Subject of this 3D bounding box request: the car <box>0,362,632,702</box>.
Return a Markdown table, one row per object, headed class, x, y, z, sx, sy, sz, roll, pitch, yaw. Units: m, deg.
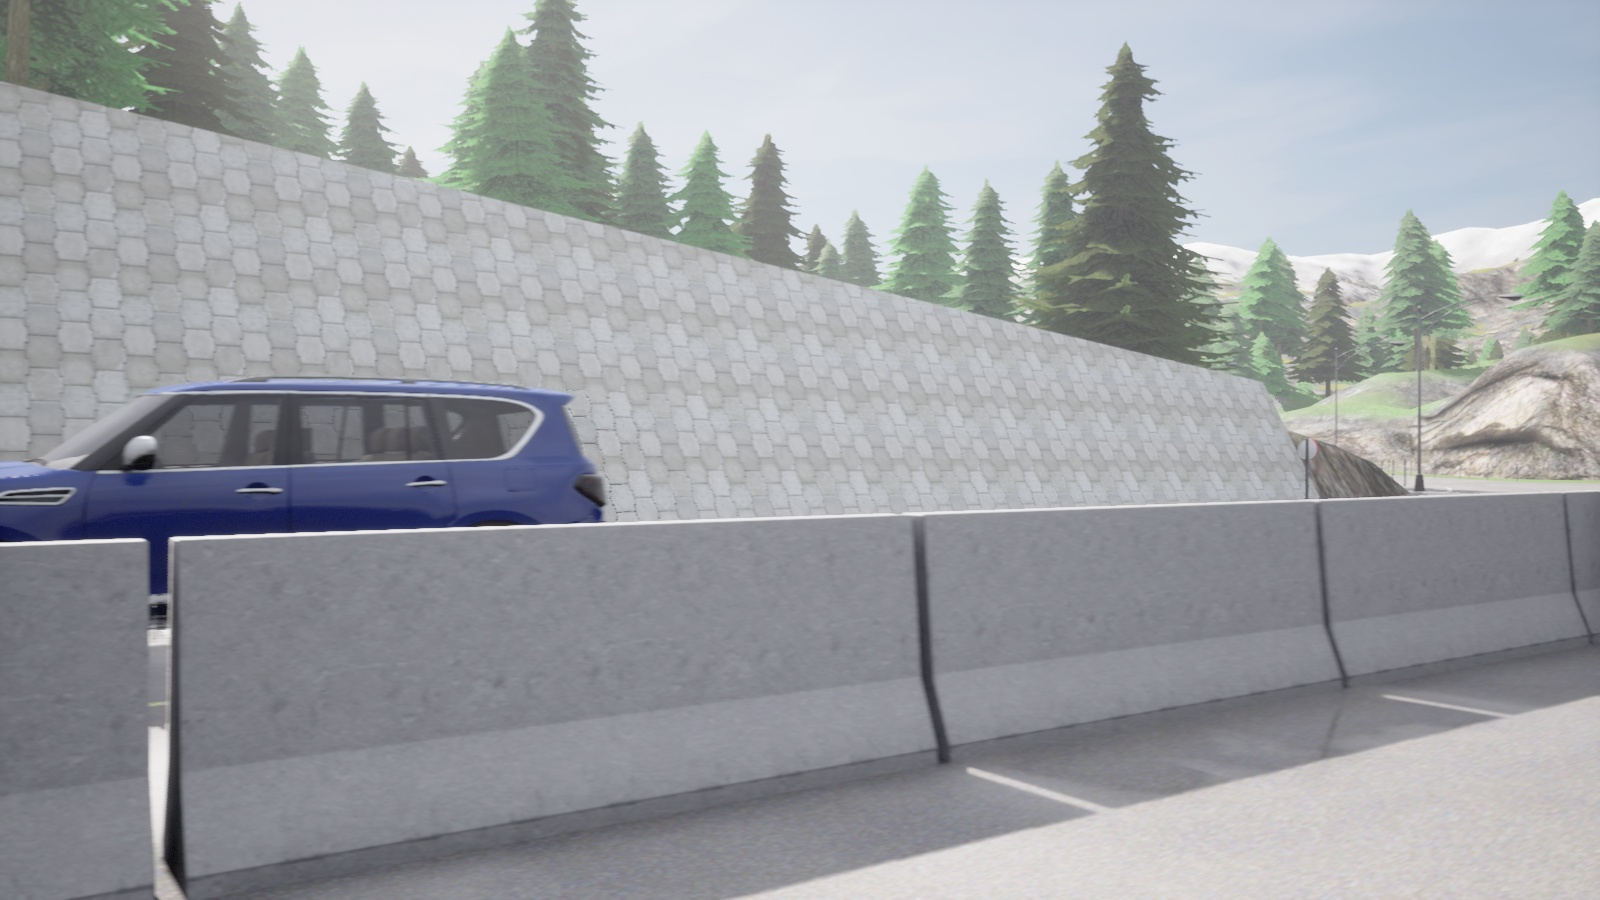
| class | x | y | z | sx | sy | sz | roll | pitch | yaw |
| --- | --- | --- | --- | --- | --- | --- | --- | --- | --- |
| car | -4.233 | 0.495 | 9.242 | 5.566 | 2.045 | 2.150 | 0 | 0 | -35 |
